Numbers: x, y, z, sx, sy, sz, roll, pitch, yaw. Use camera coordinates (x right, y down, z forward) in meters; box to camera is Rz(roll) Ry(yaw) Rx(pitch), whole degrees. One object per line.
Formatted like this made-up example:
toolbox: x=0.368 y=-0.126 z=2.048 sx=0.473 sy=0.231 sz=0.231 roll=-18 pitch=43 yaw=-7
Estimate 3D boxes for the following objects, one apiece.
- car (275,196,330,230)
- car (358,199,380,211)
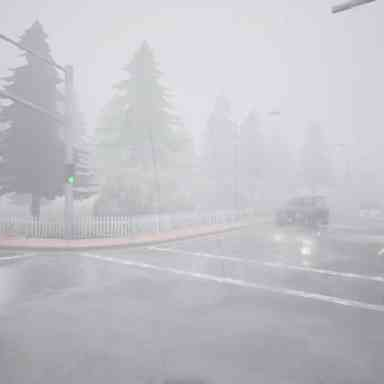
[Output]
car: x=7.373 y=1.291 z=21.766 sx=2.150 sy=2.045 sz=5.566 roll=0 pitch=0 yaw=36
car: x=22.978 y=1.625 z=43.094 sx=1.994 sy=1.385 sz=4.181 roll=0 pitch=0 yaw=36
